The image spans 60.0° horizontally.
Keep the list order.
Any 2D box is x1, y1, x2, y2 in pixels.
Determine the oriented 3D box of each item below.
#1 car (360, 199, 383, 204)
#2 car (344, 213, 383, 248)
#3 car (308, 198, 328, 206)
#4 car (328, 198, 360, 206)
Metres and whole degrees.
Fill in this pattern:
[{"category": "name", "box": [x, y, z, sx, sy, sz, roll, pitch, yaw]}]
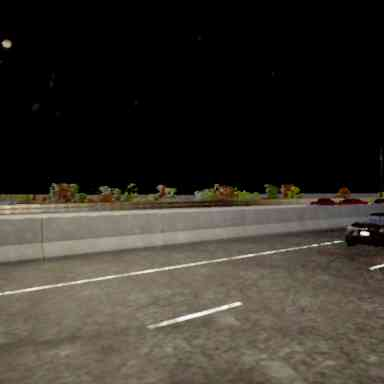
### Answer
[{"category": "car", "box": [20.637, 1.510, 35.890, 4.892, 1.490, 1.837, 0, 0, -35]}, {"category": "car", "box": [8.279, 1.566, 13.956, 4.181, 1.385, 1.994, 0, 0, -35]}, {"category": "car", "box": [16.322, 1.531, 41.407, 4.674, 1.442, 1.812, 0, 0, -35]}, {"category": "car", "box": [18.358, 1.483, 38.562, 5.008, 1.535, 1.882, 0, 0, -35]}]
